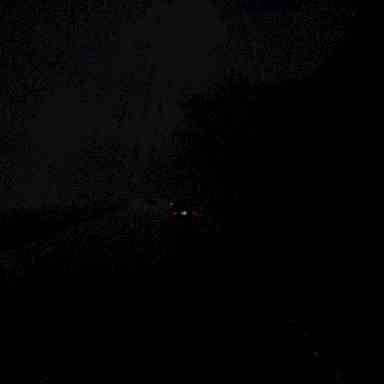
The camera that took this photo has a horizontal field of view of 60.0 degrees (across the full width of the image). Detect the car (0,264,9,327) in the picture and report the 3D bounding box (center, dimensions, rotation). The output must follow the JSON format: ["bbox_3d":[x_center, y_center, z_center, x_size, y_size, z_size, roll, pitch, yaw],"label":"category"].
[{"bbox_3d":[-3.645,1.461,2.888,1.882,1.535,5.008,0,0,-1],"label":"car"}]

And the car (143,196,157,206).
[{"bbox_3d":[-6.173,1.356,49.477,1.994,1.385,4.181,0,0,-6],"label":"car"}]

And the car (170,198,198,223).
[{"bbox_3d":[-0.588,1.412,24.101,2.033,1.411,5.357,0,0,-3],"label":"car"}]
